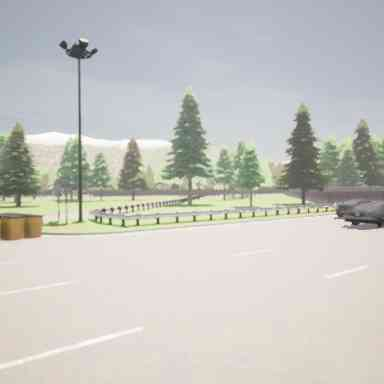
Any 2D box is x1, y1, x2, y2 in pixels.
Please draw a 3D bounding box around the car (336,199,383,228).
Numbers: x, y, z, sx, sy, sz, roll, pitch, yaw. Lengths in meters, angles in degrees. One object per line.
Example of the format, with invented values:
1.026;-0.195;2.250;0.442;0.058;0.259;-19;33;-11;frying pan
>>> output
11.573;1.355;20.642;5.357;1.411;2.033;-1;0;-36;car
